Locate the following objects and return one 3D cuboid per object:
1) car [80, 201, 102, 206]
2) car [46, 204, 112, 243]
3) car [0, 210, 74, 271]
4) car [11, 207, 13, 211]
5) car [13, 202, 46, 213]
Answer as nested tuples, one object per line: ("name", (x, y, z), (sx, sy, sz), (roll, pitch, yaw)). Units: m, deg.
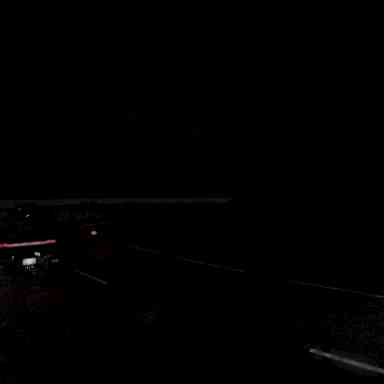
("car", (-11.079, 1.702, 36.211), (2.128, 1.511, 4.902), (0, 0, -1))
("car", (-5.454, 1.570, 15.997), (1.882, 1.535, 5.008), (0, 0, -33))
("car", (-5.649, 1.546, 10.291), (2.128, 1.511, 4.902), (0, 0, -39))
("car", (-17.932, 1.759, 36.478), (1.994, 1.385, 4.181), (0, 0, -1))
("car", (-14.262, 1.765, 30.514), (1.895, 1.301, 4.718), (0, 0, -8))
